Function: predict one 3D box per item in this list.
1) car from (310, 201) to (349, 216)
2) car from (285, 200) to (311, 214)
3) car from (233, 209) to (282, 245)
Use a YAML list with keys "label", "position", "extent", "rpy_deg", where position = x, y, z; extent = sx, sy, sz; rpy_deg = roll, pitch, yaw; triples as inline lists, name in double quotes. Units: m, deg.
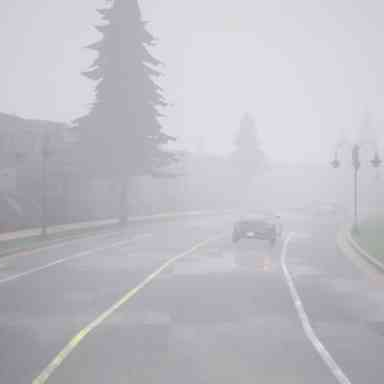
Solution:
- label: "car"
  position: [13.736, 1.660, 32.612]
  extent: [1.895, 1.301, 4.718]
  rpy_deg: [0, 0, 44]
- label: "car"
  position: [12.396, 1.599, 36.492]
  extent: [5.357, 1.411, 2.033]
  rpy_deg: [0, 0, -43]
- label: "car"
  position: [3.150, 1.538, 15.733]
  extent: [1.812, 1.442, 4.674]
  rpy_deg: [0, 0, 19]
